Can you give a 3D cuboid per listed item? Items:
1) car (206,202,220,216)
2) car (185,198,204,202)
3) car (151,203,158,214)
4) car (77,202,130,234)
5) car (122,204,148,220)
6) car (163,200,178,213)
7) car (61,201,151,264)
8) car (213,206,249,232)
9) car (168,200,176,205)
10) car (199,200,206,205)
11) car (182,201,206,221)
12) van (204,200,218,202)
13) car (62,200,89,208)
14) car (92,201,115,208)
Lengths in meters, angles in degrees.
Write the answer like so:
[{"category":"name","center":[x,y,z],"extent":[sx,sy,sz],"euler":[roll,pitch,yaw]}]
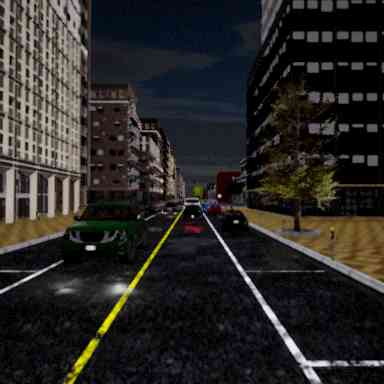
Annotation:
[{"category":"car","center":[2.669,2.120,39.205],"extent":[1.802,1.307,4.206],"euler":[0,-1,0]},{"category":"car","center":[0.037,1.801,42.100],"extent":[2.150,2.045,5.566],"euler":[0,-1,0]},{"category":"car","center":[-5.677,2.185,44.921],"extent":[1.947,1.339,4.313],"euler":[0,-1,0]},{"category":"car","center":[-5.681,1.616,22.171],"extent":[2.192,1.841,5.009],"euler":[0,-1,0]},{"category":"car","center":[-5.680,2.003,33.545],"extent":[1.887,1.381,4.507],"euler":[0,-1,0]},{"category":"car","center":[-3.069,2.191,48.207],"extent":[1.812,1.442,4.674],"euler":[0,-1,0]},{"category":"car","center":[-3.103,1.398,12.869],"extent":[2.150,2.045,5.566],"euler":[0,-1,-1]},{"category":"car","center":[2.665,1.866,22.139],"extent":[1.947,1.339,4.313],"euler":[0,-1,0]},{"category":"car","center":[-5.667,2.886,95.045],"extent":[1.752,1.417,4.829],"euler":[0,-1,0]},{"category":"car","center":[2.713,2.806,89.846],"extent":[1.752,1.417,4.829],"euler":[0,-1,0]},{"category":"car","center":[0.086,1.936,31.528],"extent":[1.837,1.490,4.892],"euler":[0,-1,0]},{"category":"van","center":[2.671,1.960,44.896],"extent":[1.690,1.788,3.998],"euler":[0,-1,0]},{"category":"car","center":[-22.944,2.374,65.697],"extent":[4.829,1.417,1.752],"euler":[0,-1,0]},{"category":"car","center":[-17.451,2.442,65.708],"extent":[4.206,1.307,1.802],"euler":[0,-1,0]}]
